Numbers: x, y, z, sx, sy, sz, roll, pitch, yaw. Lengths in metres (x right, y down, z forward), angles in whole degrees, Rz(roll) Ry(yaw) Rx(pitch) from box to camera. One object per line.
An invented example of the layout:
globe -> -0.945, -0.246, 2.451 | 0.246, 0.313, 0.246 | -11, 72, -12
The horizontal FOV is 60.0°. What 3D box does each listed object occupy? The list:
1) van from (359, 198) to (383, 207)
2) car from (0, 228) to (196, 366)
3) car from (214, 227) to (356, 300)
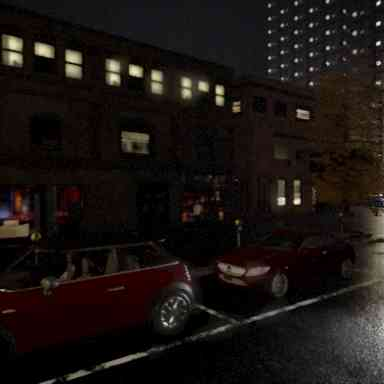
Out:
van -> 25.642, 1.321, 47.562 | 1.690, 1.788, 3.998 | 0, 0, -35
car -> -2.015, 1.440, 5.129 | 4.097, 1.590, 1.967 | 0, 0, -36
car -> 2.481, 1.581, 8.339 | 4.206, 1.307, 1.802 | 0, 0, -36
